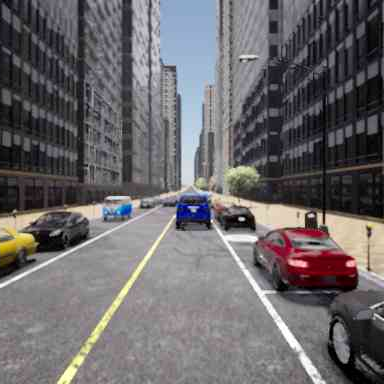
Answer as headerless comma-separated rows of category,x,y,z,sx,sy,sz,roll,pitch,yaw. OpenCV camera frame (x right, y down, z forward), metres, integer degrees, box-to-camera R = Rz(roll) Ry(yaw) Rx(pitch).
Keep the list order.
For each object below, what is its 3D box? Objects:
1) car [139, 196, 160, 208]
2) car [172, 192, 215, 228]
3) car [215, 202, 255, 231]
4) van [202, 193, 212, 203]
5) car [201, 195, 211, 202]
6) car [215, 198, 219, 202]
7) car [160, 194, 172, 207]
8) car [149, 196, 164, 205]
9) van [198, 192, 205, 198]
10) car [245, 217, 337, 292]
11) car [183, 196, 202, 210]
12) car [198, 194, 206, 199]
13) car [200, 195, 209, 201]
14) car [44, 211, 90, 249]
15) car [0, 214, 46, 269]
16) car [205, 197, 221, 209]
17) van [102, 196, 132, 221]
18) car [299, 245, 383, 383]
car,-5.727,1.367,42.748,2.008,1.369,4.403,0,0,0
car,0.083,1.134,21.763,2.150,2.045,5.566,0,0,0
car,2.672,1.486,19.965,1.947,1.339,4.313,0,0,0
van,2.640,1.069,59.845,1.690,1.788,3.998,0,0,0
car,2.635,1.277,65.544,1.802,1.307,4.206,0,0,0
car,2.667,1.440,25.663,1.887,1.381,4.507,0,0,0
car,-3.126,1.344,46.794,2.033,1.411,5.357,0,0,0
car,-5.736,1.309,54.143,2.008,1.369,4.403,0,0,0
van,2.613,0.866,94.028,1.690,1.788,3.998,0,0,0
car,2.680,1.549,8.571,1.802,1.307,4.206,0,0,0
car,0.067,1.316,41.213,2.128,1.511,4.902,0,0,0
car,2.617,1.112,88.332,2.008,1.369,4.403,0,0,0
car,2.631,1.244,71.240,1.802,1.307,4.206,0,0,0
car,-5.704,1.509,14.261,1.947,1.339,4.313,0,0,0
car,-5.700,1.492,8.395,1.752,1.417,4.829,0,0,0
car,2.653,1.342,42.924,1.752,1.417,4.829,0,0,0
van,-5.714,1.236,25.656,1.690,1.788,3.998,0,0,0
car,2.685,1.540,2.874,2.008,1.369,4.403,0,0,0
